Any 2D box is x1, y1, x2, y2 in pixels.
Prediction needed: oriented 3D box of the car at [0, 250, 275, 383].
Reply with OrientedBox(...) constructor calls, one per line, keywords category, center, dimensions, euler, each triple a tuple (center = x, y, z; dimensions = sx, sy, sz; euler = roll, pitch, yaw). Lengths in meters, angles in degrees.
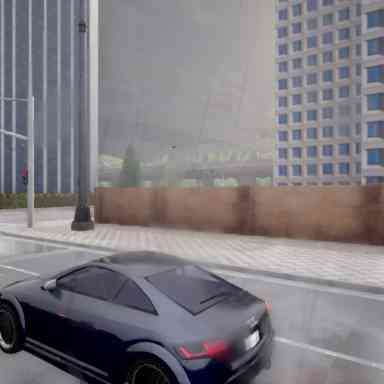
OrientedBox(category="car", center=(-1.000, 1.564, 4.717), dimensions=(4.181, 1.385, 1.994), euler=(0, 0, 35))
